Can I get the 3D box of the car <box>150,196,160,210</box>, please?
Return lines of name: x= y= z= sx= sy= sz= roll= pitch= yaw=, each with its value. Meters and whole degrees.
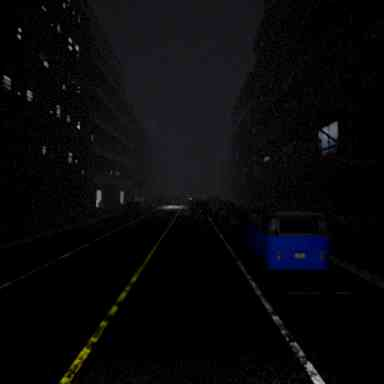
car: x=-5.687 y=1.566 z=43.787 sx=1.752 sy=1.417 sz=4.829 roll=0 pitch=0 yaw=0

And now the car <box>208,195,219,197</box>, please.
car: x=2.695 y=1.356 z=43.953 sx=2.192 sy=1.841 sz=5.009 roll=0 pitch=0 yaw=0

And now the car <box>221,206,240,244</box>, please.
car: x=2.692 y=1.583 z=15.771 sx=1.947 sy=1.339 sz=4.313 roll=0 pitch=0 yaw=0

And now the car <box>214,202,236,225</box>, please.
car: x=2.693 y=1.568 z=21.408 sx=1.887 sy=1.381 sz=4.507 roll=0 pitch=0 yaw=0

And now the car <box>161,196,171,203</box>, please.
car: x=-5.686 y=1.640 z=72.140 sx=1.802 sy=1.307 sz=4.206 roll=0 pitch=0 yaw=0

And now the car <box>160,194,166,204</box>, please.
car: x=-5.686 y=1.492 z=60.867 sx=1.967 sy=1.590 sz=4.097 roll=0 pitch=0 yaw=0

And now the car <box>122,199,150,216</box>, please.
car: x=-5.688 y=1.598 z=32.684 sx=1.947 sy=1.339 sz=4.313 roll=0 pitch=0 yaw=0

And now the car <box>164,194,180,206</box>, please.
car: x=-3.059 y=1.541 z=57.152 sx=2.128 sy=1.511 sz=4.902 roll=0 pitch=0 yaw=0

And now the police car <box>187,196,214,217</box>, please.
police car: x=0.760 y=1.457 z=31.291 sx=1.930 sy=1.638 sz=5.238 roll=0 pitch=0 yaw=0

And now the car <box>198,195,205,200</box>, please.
car: x=2.697 y=1.595 z=94.851 sx=1.752 sy=1.417 sz=4.829 roll=0 pitch=0 yaw=0

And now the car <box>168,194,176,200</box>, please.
car: x=-5.683 y=1.384 z=94.686 sx=2.192 sy=1.841 sz=5.009 roll=0 pitch=0 yaw=0

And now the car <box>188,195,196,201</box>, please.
car: x=0.005 y=1.443 z=82.557 sx=2.033 sy=1.411 sz=5.357 roll=0 pitch=0 yaw=0

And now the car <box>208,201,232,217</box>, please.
car: x=2.694 y=1.584 z=32.680 sx=2.008 sy=1.369 sz=4.403 roll=0 pitch=0 yaw=0

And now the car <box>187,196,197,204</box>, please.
car: x=0.003 y=1.544 z=67.557 sx=2.128 sy=1.511 sz=4.902 roll=0 pitch=0 yaw=0

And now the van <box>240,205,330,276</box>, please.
van: x=2.693 y=1.353 z=10.135 sx=1.690 sy=1.788 sz=3.998 roll=0 pitch=0 yaw=0

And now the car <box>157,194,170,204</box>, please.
car: x=-5.684 y=1.370 z=66.504 sx=2.192 sy=1.841 sz=5.009 roll=0 pitch=0 yaw=0

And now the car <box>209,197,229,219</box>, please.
car: x=2.693 y=1.468 z=27.045 sx=1.967 sy=1.590 sz=4.097 roll=0 pitch=0 yaw=0

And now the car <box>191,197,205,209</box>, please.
car: x=0.786 y=1.549 z=47.150 sx=1.837 sy=1.490 sz=4.892 roll=0 pitch=0 yaw=-2
